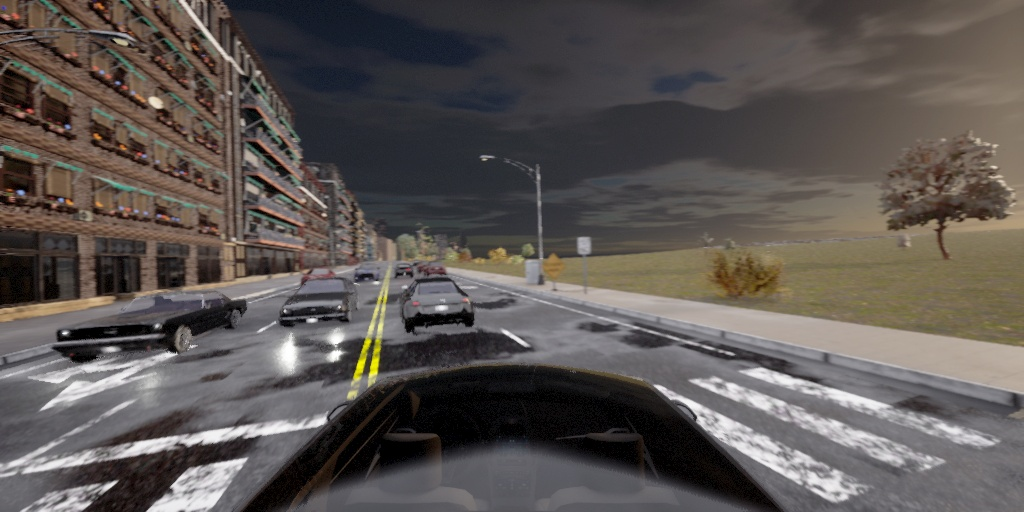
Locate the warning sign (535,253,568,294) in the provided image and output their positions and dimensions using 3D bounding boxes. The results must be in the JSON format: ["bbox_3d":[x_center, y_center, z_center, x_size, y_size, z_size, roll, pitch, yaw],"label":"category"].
[{"bbox_3d":[2.016,0.776,16.945,1.300,1.860,1.060,0,0,-19],"label":"warning sign"}]

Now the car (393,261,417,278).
[{"bbox_3d":[-11.667,1.575,38.707,1.837,1.490,4.892,-2,0,-18],"label":"car"}]

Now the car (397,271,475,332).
[{"bbox_3d":[-2.499,1.372,11.434,1.994,1.385,4.181,-2,0,-18],"label":"car"}]

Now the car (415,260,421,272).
[{"bbox_3d":[-11.977,1.415,49.721,2.097,1.767,4.553,-2,0,-18],"label":"car"}]

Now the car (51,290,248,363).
[{"bbox_3d":[-8.850,1.612,9.372,1.895,1.301,4.718,-2,0,-19],"label":"car"}]

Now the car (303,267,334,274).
[{"bbox_3d":[-15.212,1.671,28.390,1.882,1.535,5.008,-2,0,-18],"label":"car"}]

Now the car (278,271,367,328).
[{"bbox_3d":[-6.567,1.483,12.777,2.033,1.411,5.357,-2,0,-19],"label":"car"}]

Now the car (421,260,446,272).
[{"bbox_3d":[-8.526,1.321,39.526,2.097,1.767,4.553,-2,0,-18],"label":"car"}]

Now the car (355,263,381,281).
[{"bbox_3d":[-13.708,1.490,34.177,2.097,1.767,4.553,-2,0,-18],"label":"car"}]
